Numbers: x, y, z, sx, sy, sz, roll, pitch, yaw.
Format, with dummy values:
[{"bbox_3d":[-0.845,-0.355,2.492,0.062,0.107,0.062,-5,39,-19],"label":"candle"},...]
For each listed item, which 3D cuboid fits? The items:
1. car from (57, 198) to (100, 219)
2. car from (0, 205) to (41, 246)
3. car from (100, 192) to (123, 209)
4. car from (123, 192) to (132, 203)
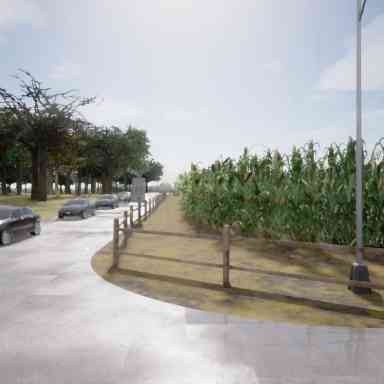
[{"bbox_3d":[-8.783,1.219,25.676,1.837,1.490,4.892,1,1,-3],"label":"car"},{"bbox_3d":[-8.317,1.367,14.603,1.837,1.490,4.892,1,0,-2],"label":"car"},{"bbox_3d":[-9.221,1.017,36.394,1.837,1.490,4.892,1,1,-2],"label":"car"},{"bbox_3d":[-9.654,0.745,48.134,2.128,1.511,4.902,1,1,-2],"label":"car"}]
